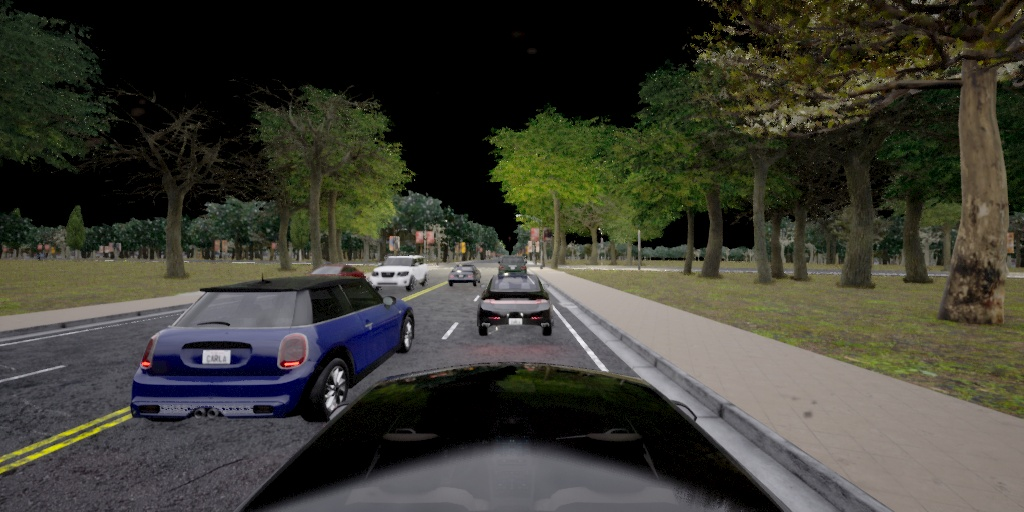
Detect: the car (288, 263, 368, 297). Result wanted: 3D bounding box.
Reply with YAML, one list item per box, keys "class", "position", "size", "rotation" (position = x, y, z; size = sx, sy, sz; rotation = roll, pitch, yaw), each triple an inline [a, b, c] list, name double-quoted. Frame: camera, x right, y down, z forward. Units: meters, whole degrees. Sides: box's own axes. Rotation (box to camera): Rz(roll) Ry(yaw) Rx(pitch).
- class: "car"
  position: [-9.887, 1.227, 19.830]
  size: [1.882, 1.535, 5.008]
  rotation: [0, 0, 0]

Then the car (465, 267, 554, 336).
- class: "car"
  position: [0.081, 1.241, 10.374]
  size: [2.128, 1.511, 4.902]
  rotation: [0, 0, 0]

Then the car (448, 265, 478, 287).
- class: "car"
  position: [-3.195, 1.299, 24.798]
  size: [2.033, 1.411, 5.357]
  rotation: [0, 0, 0]

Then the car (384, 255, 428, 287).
- class: "car"
  position: [-6.640, 0.971, 21.798]
  size: [2.150, 2.045, 5.566]
  rotation: [0, 0, 0]

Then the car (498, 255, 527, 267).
- class: "car"
  position: [0.045, 0.977, 28.429]
  size: [2.150, 2.045, 5.566]
  rotation: [0, 0, 0]

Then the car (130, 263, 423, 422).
- class: "car"
  position: [-3.158, 1.102, 5.968]
  size: [2.097, 1.767, 4.553]
  rotation: [0, 0, 0]
